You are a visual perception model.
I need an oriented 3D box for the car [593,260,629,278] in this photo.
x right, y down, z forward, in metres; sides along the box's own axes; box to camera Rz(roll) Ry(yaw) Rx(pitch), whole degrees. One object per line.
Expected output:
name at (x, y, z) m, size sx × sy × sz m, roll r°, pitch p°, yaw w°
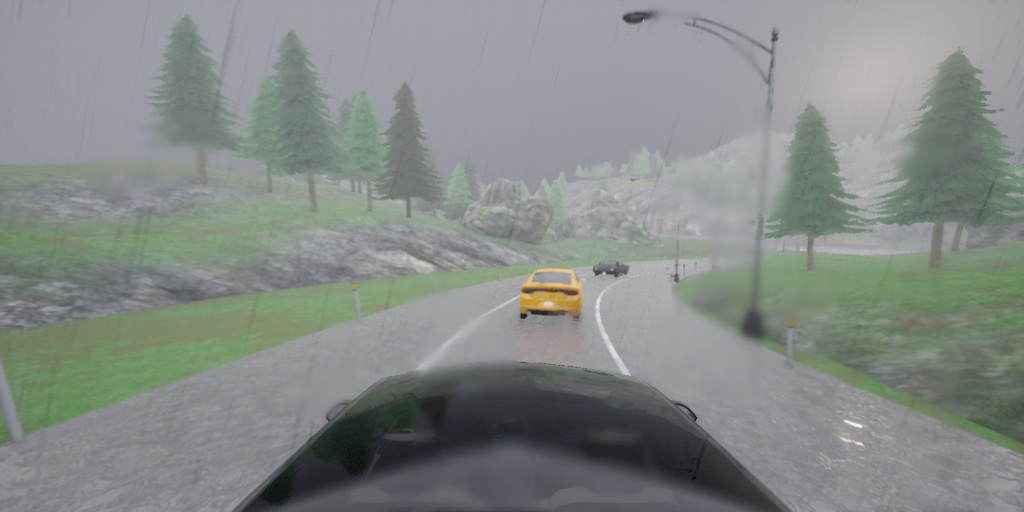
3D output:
car at (8.315, 1.004, 29.748) m, size 1.895 × 1.301 × 4.718 m, roll 4°, pitch 3°, yaw 31°

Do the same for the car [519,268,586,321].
car at (1.493, 1.168, 12.465) m, size 1.882 × 1.535 × 5.008 m, roll 1°, pitch 1°, yaw 11°
